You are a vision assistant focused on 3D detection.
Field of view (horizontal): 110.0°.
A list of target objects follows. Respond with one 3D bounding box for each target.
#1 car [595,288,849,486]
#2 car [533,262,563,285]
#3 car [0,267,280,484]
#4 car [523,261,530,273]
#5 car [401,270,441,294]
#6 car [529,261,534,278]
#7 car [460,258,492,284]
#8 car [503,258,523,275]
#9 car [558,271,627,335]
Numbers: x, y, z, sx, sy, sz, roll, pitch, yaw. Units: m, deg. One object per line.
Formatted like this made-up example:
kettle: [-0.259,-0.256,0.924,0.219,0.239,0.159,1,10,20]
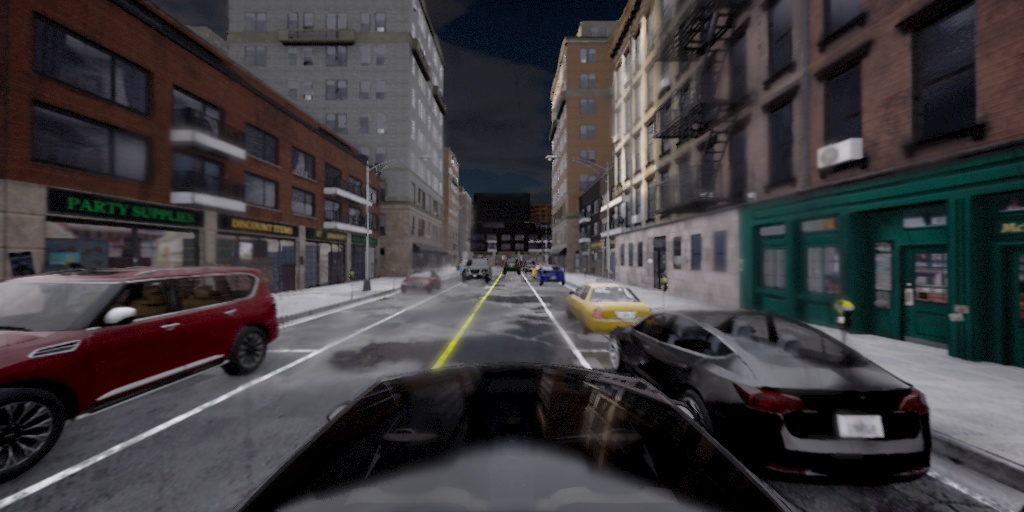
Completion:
car: [2.637,1.340,4.785,1.948,1.339,4.313,0,0,0]
car: [3.014,1.439,28.473,1.882,1.535,5.008,0,0,0]
car: [-5.388,1.089,4.786,2.192,1.841,5.009,0,0,0]
car: [2.637,1.699,50.079,1.948,1.339,4.313,0,0,0]
car: [-5.388,1.491,21.771,1.802,1.307,4.207,0,0,0]
car: [3.014,1.494,35.473,1.882,1.535,5.008,0,0,0]
car: [-2.849,1.200,30.244,2.150,2.045,5.566,0,-1,0]
car: [0.004,1.307,46.058,2.150,2.045,5.566,0,-1,0]
car: [2.637,1.344,10.617,1.751,1.417,4.829,0,0,0]
